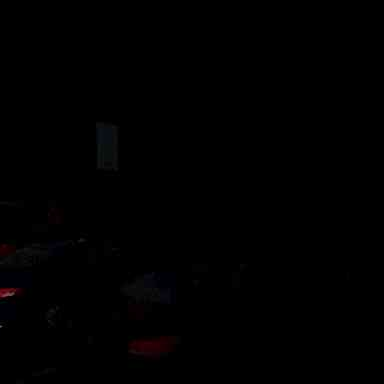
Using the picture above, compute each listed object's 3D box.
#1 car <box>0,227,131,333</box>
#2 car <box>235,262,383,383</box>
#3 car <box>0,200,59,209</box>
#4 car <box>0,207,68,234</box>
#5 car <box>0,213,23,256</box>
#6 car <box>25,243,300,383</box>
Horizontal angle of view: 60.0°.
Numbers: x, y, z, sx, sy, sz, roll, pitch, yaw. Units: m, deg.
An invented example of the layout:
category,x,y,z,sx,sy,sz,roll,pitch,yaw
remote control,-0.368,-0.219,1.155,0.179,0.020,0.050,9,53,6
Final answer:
category,x,y,z,sx,sy,sz,roll,pitch,yaw
car,-2.011,1.558,6.698,2.002,1.452,4.674,-1,0,35
car,2.585,1.478,3.419,2.097,1.535,5.008,0,0,35
car,-6.412,1.304,9.803,2.435,2.045,5.566,0,0,35
car,-4.168,1.411,8.200,2.185,1.767,4.553,0,0,35
car,-8.639,1.614,11.428,2.002,1.452,4.674,0,0,35
car,0.341,1.537,5.022,2.002,1.452,4.674,-1,0,35
